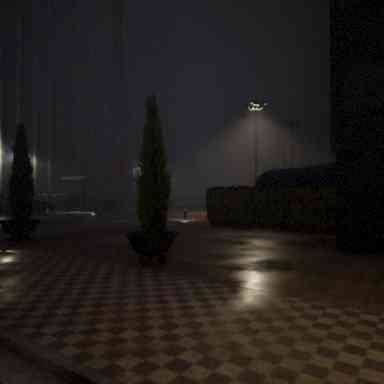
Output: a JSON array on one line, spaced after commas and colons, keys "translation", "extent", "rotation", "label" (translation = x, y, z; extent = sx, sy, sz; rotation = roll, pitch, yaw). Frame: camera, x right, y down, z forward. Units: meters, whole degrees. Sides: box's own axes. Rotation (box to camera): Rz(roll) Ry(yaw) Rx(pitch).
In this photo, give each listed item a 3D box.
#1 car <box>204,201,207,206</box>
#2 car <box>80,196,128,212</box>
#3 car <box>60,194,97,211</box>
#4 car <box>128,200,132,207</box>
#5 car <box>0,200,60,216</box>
[{"translation": [3.784, 1.547, 47.910], "extent": [2.033, 1.411, 5.357], "rotation": [0, 0, 35], "label": "car"}, {"translation": [-10.494, 1.505, 39.990], "extent": [1.837, 1.490, 4.892], "rotation": [0, 0, 35], "label": "car"}, {"translation": [-14.038, 1.221, 41.032], "extent": [2.150, 2.045, 5.566], "rotation": [0, 0, 35], "label": "car"}, {"translation": [-8.046, 1.492, 49.614], "extent": [2.128, 1.511, 4.902], "rotation": [0, 0, 35], "label": "car"}, {"translation": [-15.825, 1.505, 32.329], "extent": [1.837, 1.490, 4.892], "rotation": [0, 0, 35], "label": "car"}]
